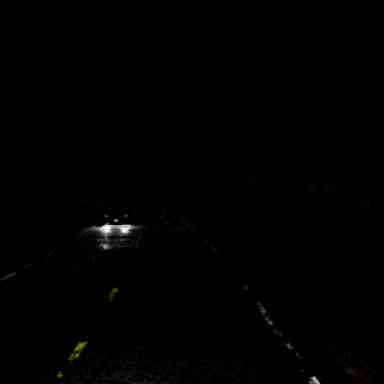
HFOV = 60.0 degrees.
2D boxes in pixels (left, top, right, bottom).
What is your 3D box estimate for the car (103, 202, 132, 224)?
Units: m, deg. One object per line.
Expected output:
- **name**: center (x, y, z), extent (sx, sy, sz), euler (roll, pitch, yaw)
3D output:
- **car**: center (-5.454, 1.480, 24.550), extent (2.033, 1.411, 5.357), euler (0, 0, -10)
